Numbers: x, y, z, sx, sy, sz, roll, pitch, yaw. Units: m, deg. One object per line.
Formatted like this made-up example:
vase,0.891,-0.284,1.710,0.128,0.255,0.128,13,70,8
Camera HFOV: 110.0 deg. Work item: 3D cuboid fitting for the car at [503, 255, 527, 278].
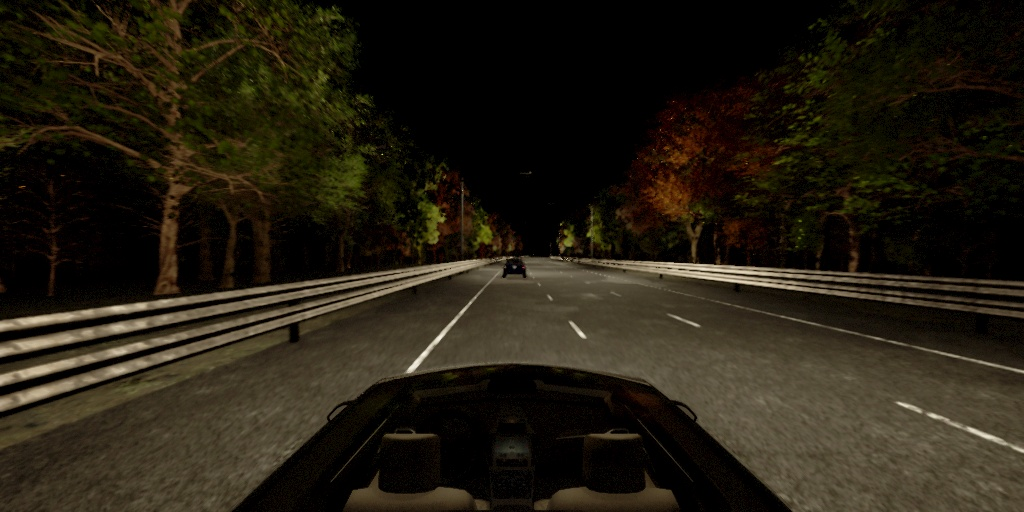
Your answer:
car,0.258,0.996,32.970,2.097,1.767,4.553,0,0,1
